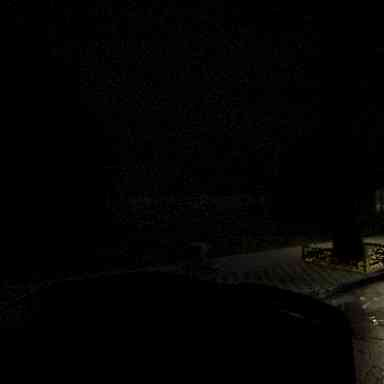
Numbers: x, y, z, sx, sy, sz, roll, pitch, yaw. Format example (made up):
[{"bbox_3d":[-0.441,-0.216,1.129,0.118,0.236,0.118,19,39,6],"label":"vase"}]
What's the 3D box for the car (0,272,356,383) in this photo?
[{"bbox_3d":[-0.747,1.486,2.533,5.008,1.535,1.882,1,-1,-36],"label":"car"}]
